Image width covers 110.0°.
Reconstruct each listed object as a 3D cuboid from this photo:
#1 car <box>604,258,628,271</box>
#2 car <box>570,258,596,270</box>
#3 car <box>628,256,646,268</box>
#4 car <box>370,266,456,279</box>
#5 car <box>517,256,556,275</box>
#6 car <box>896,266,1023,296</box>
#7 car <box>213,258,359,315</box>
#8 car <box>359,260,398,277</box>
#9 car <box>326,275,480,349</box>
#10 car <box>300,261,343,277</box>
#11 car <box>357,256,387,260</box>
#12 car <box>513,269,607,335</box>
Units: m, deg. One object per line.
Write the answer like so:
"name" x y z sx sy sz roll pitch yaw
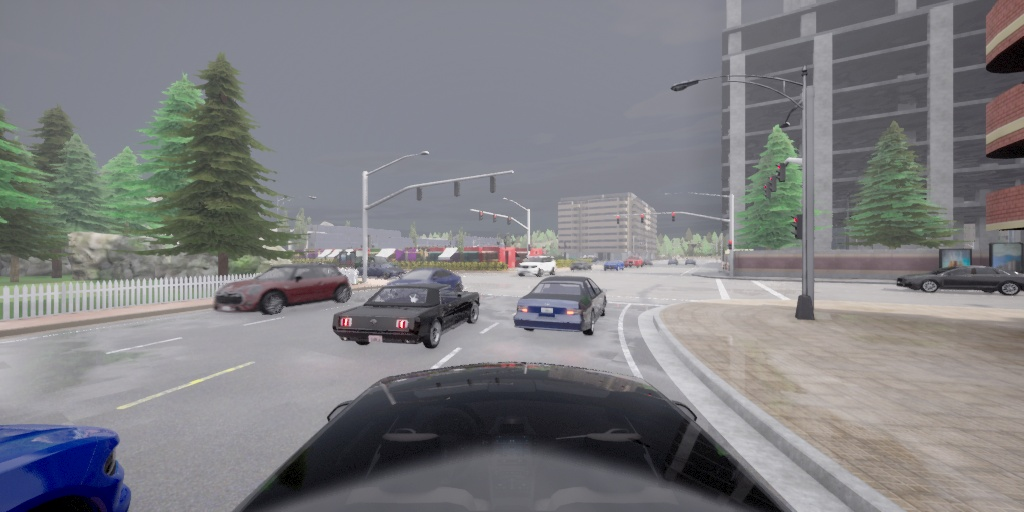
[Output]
"car" 13.998 1.227 48.949 1.882 1.535 5.008 0 0 30
"car" 9.176 1.314 47.551 1.994 1.385 4.181 0 0 30
"car" 20.524 0.971 60.331 2.150 2.045 5.566 0 0 30
"car" -3.910 1.275 16.265 1.812 1.442 4.674 0 0 22
"car" 2.571 1.009 35.965 2.150 2.045 5.566 0 0 29
"car" 25.018 1.310 20.027 4.892 1.490 1.837 0 0 30
"car" -8.477 1.102 13.681 2.097 1.767 4.553 0 0 19
"car" -12.063 1.353 33.165 5.357 1.411 2.033 0 0 31
"car" -2.268 1.351 9.251 1.895 1.301 4.718 0 0 11
"car" -20.102 1.331 37.834 4.674 1.442 1.812 0 0 30
"car" -14.709 1.027 38.756 5.566 2.045 2.150 0 0 30
"car" 1.666 1.297 10.612 2.033 1.411 5.357 0 0 20
